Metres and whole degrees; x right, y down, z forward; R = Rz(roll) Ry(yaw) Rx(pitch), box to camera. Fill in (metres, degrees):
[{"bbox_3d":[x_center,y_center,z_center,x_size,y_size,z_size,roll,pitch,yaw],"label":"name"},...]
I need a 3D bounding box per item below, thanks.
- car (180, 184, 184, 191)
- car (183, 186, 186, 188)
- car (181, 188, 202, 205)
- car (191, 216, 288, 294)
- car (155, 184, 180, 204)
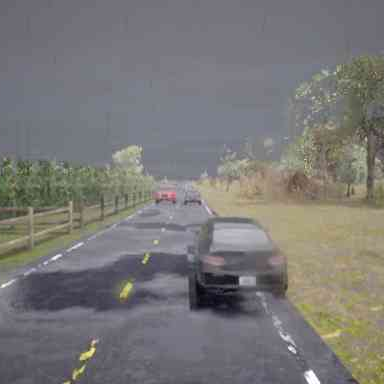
[{"bbox_3d":[-2.785,-0.999,82.991,2.150,2.045,5.566,0,2,0],"label":"car"},{"bbox_3d":[0.016,0.229,48.376,1.837,1.490,4.892,0,2,0],"label":"car"},{"bbox_3d":[0.082,0.595,36.317,2.033,1.411,5.357,0,1,0],"label":"car"},{"bbox_3d":[0.963,1.315,8.058,1.812,1.442,4.674,0,1,0],"label":"car"},{"bbox_3d":[-2.845,0.246,37.173,2.150,2.045,5.566,0,2,0],"label":"car"}]
